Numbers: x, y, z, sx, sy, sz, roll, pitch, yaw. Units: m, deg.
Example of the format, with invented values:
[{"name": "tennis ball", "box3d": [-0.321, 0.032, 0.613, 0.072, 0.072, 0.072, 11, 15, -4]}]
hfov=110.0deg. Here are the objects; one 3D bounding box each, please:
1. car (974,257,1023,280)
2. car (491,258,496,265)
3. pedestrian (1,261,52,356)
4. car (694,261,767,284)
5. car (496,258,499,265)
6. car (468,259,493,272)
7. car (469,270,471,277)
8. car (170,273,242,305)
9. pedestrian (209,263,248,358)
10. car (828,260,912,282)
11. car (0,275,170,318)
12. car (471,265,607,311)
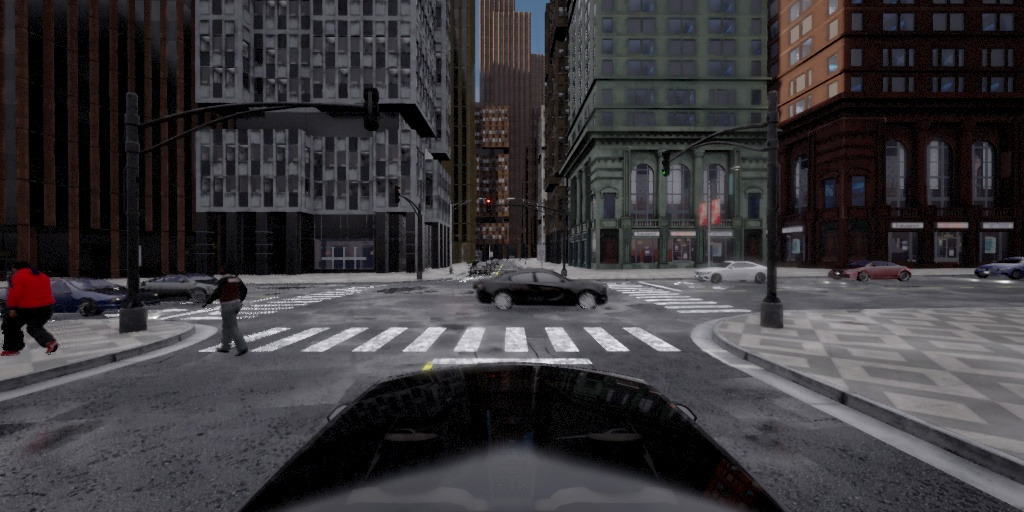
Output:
[{"name": "car", "box3d": [33.883, 0.792, 23.862, 4.674, 1.442, 1.812, -1, 0, -1]}, {"name": "car", "box3d": [-3.320, 1.223, 45.473, 1.837, 1.490, 4.892, 0, 0, 0]}, {"name": "pedestrian", "box3d": [-8.890, 0.891, 6.549, 0.375, 1.860, 0.375, 0, 0, 0]}, {"name": "car", "box3d": [14.595, 1.037, 23.809, 4.674, 1.442, 1.812, -1, 0, -1]}, {"name": "car", "box3d": [-3.406, 1.301, 55.780, 1.895, 1.301, 4.718, 0, 0, 0]}, {"name": "car", "box3d": [-3.235, 1.237, 36.008, 1.837, 1.490, 4.892, 0, 0, -1]}, {"name": "car", "box3d": [0.555, 1.346, 17.082, 4.718, 1.301, 1.895, 0, 0, 0]}, {"name": "car", "box3d": [-15.297, 1.507, 17.034, 4.181, 1.385, 1.994, -1, 0, 0]}, {"name": "pedestrian", "box3d": [-5.634, 1.042, 7.151, 0.375, 1.860, 0.375, 0, 0, 0]}, {"name": "car", "box3d": [23.673, 0.959, 23.835, 4.181, 1.385, 1.994, -1, 0, 0]}, {"name": "car", "box3d": [-16.905, 1.528, 13.771, 5.357, 1.411, 2.033, -1, 0, 0]}, {"name": "car", "box3d": [1.114, 1.225, 13.829, 5.008, 1.535, 1.882, 0, 0, 0]}]
